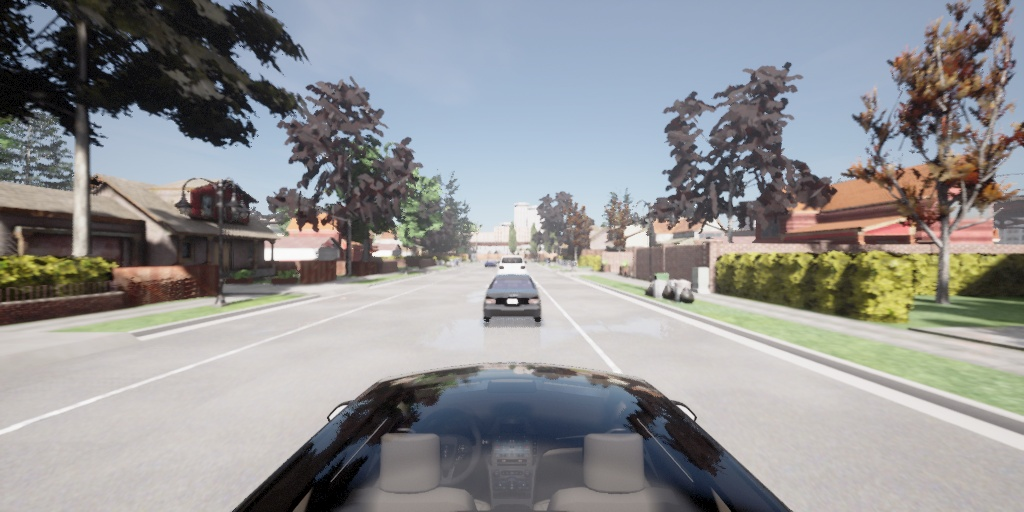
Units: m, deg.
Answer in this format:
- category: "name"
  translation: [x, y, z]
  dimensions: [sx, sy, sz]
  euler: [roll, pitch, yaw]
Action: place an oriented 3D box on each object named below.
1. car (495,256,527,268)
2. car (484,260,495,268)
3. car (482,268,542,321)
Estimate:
- category: "car"
  translation: [0.038, 0.987, 28.491]
  dimensions: [2.150, 2.045, 5.566]
  euler: [0, 0, 1]
- category: "car"
  translation: [-3.539, 1.299, 58.985]
  dimensions: [1.895, 1.301, 4.718]
  euler: [0, 0, 1]
- category: "car"
  translation: [0.024, 1.303, 12.435]
  dimensions: [2.033, 1.411, 5.357]
  euler: [0, 0, 0]
